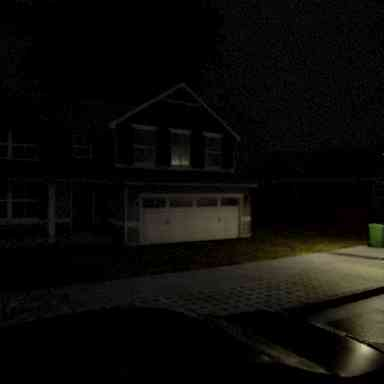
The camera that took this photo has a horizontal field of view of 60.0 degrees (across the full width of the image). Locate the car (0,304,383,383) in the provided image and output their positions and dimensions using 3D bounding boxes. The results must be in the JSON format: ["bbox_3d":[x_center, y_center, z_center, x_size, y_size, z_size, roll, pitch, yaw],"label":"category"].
[{"bbox_3d":[-0.801,1.561,1.869,5.357,1.411,2.033,1,-1,-33],"label":"car"}]
